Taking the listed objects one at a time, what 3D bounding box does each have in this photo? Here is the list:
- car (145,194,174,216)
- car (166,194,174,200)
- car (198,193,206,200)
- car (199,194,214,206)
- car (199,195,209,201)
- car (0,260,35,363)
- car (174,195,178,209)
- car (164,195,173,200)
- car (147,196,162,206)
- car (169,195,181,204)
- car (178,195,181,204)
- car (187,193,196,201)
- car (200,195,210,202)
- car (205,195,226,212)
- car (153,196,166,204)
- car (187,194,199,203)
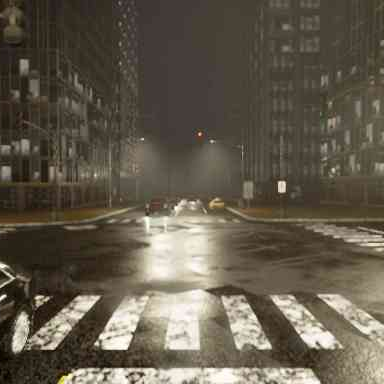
[{"bbox_3d":[-3.129,1.272,31.548,2.097,1.767,4.553,0,0,1],"label":"car"},{"bbox_3d":[-5.712,1.307,86.854,1.947,1.339,4.313,-1,0,0],"label":"car"},{"bbox_3d":[2.633,1.182,86.797,1.967,1.590,4.097,-1,0,0],"label":"car"},{"bbox_3d":[2.686,1.174,52.265,2.192,1.841,5.009,-1,0,0],"label":"car"},{"bbox_3d":[2.641,1.332,75.449,2.008,1.369,4.403,-1,0,0],"label":"car"},{"bbox_3d":[-3.097,1.491,3.043,1.837,1.490,4.892,2,0,-4],"label":"car"},{"bbox_3d":[-3.112,1.371,40.845,1.882,1.535,5.008,0,0,0],"label":"car"},{"bbox_3d":[-5.709,1.344,81.180,1.802,1.307,4.206,-1,0,0],"label":"car"},{"bbox_3d":[-5.866,1.423,52.811,1.947,1.339,4.313,-1,0,0],"label":"car"},{"bbox_3d":[-3.053,1.306,61.332,1.882,1.535,5.008,0,0,0],"label":"car"},{"bbox_3d":[-3.092,1.464,50.856,1.895,1.301,4.718,0,0,0],"label":"car"},{"bbox_3d":[-0.037,1.100,73.080,1.882,1.535,5.008,0,0,0],"label":"car"},{"bbox_3d":[2.643,1.366,69.775,1.947,1.339,4.313,-1,0,0],"label":"car"},{"bbox_3d":[2.788,1.430,37.184,1.752,1.417,4.829,-1,0,0],"label":"car"},{"bbox_3d":[-5.699,1.404,58.485,1.947,1.339,4.313,-1,0,0],"label":"car"},{"bbox_3d":[-0.032,1.424,63.108,1.895,1.301,4.718,0,0,0],"label":"car"}]
